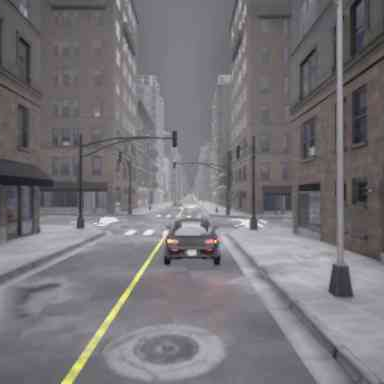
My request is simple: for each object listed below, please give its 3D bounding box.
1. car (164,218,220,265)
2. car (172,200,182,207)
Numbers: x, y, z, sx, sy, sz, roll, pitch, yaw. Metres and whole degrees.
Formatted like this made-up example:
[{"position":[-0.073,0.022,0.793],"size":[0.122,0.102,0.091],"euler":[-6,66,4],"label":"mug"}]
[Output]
[{"position":[0.007,1.659,12.150],"size":[1.812,1.442,4.674],"euler":[0,-1,0],"label":"car"},{"position":[-2.998,2.330,67.861],"size":[1.837,1.490,4.892],"euler":[0,0,0],"label":"car"}]
